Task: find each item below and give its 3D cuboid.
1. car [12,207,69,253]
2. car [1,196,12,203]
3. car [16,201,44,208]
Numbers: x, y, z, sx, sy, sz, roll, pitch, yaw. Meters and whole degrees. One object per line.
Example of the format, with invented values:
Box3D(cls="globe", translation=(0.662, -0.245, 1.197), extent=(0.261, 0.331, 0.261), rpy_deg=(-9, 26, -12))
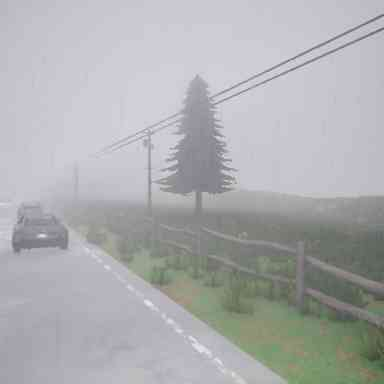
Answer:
Box3D(cls="car", translation=(-6.399, 1.571, 13.930), extent=(1.994, 1.385, 4.181), rpy_deg=(0, 0, -27))
Box3D(cls="car", translation=(-37.369, 1.517, 67.075), extent=(2.128, 1.511, 4.902), rpy_deg=(0, 0, -27))
Box3D(cls="car", translation=(-13.273, 1.494, 27.262), extent=(2.128, 1.511, 4.902), rpy_deg=(0, 0, -27))
